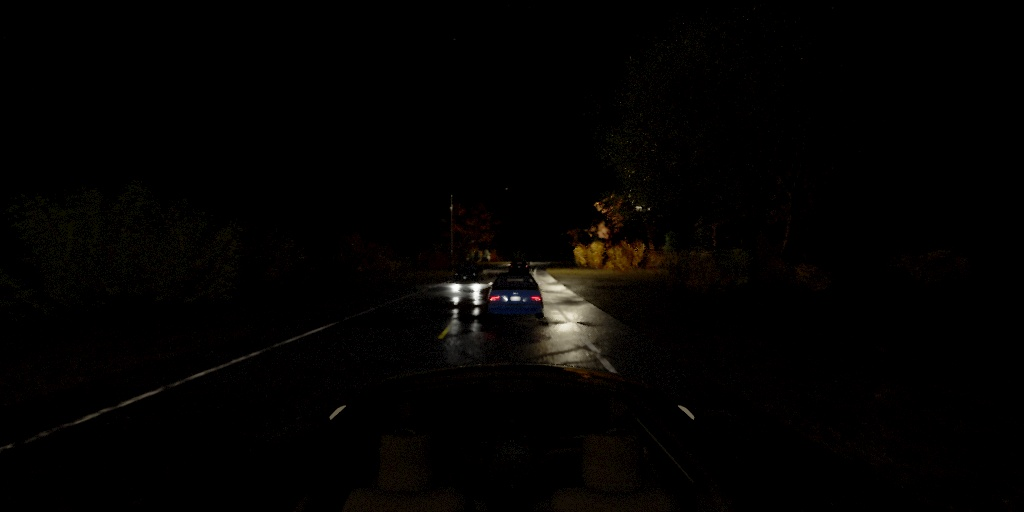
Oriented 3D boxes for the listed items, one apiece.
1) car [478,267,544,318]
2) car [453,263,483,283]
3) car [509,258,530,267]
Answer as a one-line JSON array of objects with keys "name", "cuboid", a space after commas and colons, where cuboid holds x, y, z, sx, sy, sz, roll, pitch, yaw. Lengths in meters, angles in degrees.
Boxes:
[{"name": "car", "cuboid": [0.113, 1.298, 13.018, 2.033, 1.411, 5.357, 0, 0, 0]}, {"name": "car", "cuboid": [-3.295, 1.276, 27.858, 1.812, 1.442, 4.674, 0, 0, 2]}, {"name": "car", "cuboid": [0.825, 1.100, 37.643, 2.097, 1.767, 4.553, 0, 0, 3]}]
